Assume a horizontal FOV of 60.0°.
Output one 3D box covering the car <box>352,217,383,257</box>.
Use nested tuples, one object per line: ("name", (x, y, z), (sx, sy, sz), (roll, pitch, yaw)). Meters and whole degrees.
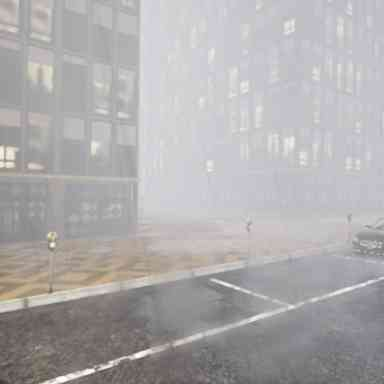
("car", (7.443, 1.533, 11.848), (4.403, 1.369, 2.008), (0, 1, -35))
